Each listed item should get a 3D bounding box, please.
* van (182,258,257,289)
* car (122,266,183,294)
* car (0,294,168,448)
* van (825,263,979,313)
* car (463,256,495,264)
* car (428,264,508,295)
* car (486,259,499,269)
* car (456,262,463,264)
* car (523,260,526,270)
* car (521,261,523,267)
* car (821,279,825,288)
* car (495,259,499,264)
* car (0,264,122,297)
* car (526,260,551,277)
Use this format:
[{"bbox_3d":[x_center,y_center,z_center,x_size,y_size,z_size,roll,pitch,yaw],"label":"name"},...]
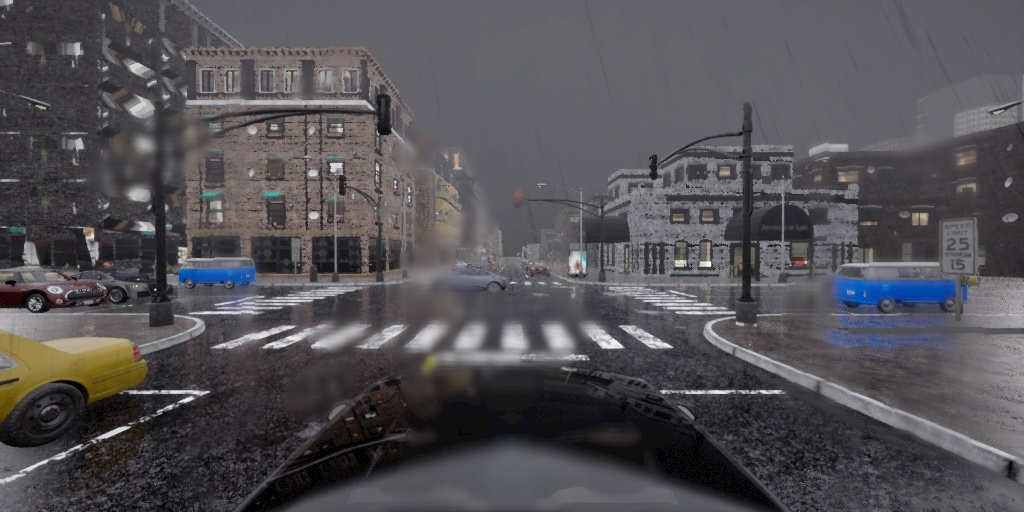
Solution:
[{"bbox_3d":[-17.769,1.030,21.689,3.998,1.789,1.690,0,0,0],"label":"van"},{"bbox_3d":[-17.736,1.296,15.892,4.181,1.385,1.994,0,0,0],"label":"car"},{"bbox_3d":[-5.692,1.275,2.615,1.751,1.417,4.829,0,0,0],"label":"car"},{"bbox_3d":[14.653,1.156,13.555,3.998,1.789,1.690,0,0,0],"label":"van"},{"bbox_3d":[-3.100,0.977,34.763,2.150,2.045,5.566,0,0,0],"label":"car"},{"bbox_3d":[-2.314,1.300,19.209,4.181,1.385,1.994,0,0,0],"label":"car"},{"bbox_3d":[-3.089,1.302,57.957,1.812,1.442,4.674,0,0,0],"label":"car"},{"bbox_3d":[-5.698,1.311,40.937,2.007,1.370,4.403,0,0,0],"label":"car"},{"bbox_3d":[2.682,1.347,46.647,1.802,1.307,4.207,0,0,0],"label":"car"},{"bbox_3d":[2.681,1.321,52.344,2.007,1.370,4.403,0,0,0],"label":"car"},{"bbox_3d":[20.053,1.334,19.382,5.357,1.411,2.033,0,0,0],"label":"car"},{"bbox_3d":[-3.105,0.984,45.071,2.150,2.045,5.566,0,0,0],"label":"car"},{"bbox_3d":[-17.724,1.190,13.309,4.097,1.591,1.967,0,0,0],"label":"car"},{"bbox_3d":[2.684,1.196,35.254,1.967,1.591,4.097,0,0,0],"label":"car"}]
